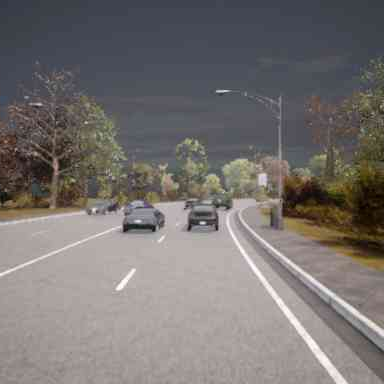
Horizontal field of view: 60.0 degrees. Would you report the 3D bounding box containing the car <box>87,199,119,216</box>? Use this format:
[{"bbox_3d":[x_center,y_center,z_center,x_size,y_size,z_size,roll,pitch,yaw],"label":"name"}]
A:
[{"bbox_3d":[-8.709,1.486,33.113,2.128,1.511,4.902,0,0,8],"label":"car"}]

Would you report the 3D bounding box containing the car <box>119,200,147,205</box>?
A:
[{"bbox_3d":[-5.243,1.516,32.626,1.812,1.442,4.674,0,0,8],"label":"car"}]

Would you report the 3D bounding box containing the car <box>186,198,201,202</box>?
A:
[{"bbox_3d":[0.363,1.496,42.465,1.837,1.490,4.892,0,0,13],"label":"car"}]

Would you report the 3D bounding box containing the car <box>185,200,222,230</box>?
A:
[{"bbox_3d":[0.777,1.501,21.166,1.837,1.490,4.892,0,0,4],"label":"car"}]

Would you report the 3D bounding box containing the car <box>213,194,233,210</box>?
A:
[{"bbox_3d":[3.953,1.220,42.589,2.150,2.045,5.566,0,0,13],"label":"car"}]

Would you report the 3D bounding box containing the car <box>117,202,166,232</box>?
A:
[{"bbox_3d":[-2.798,1.557,20.128,1.994,1.385,4.181,0,0,4],"label":"car"}]
